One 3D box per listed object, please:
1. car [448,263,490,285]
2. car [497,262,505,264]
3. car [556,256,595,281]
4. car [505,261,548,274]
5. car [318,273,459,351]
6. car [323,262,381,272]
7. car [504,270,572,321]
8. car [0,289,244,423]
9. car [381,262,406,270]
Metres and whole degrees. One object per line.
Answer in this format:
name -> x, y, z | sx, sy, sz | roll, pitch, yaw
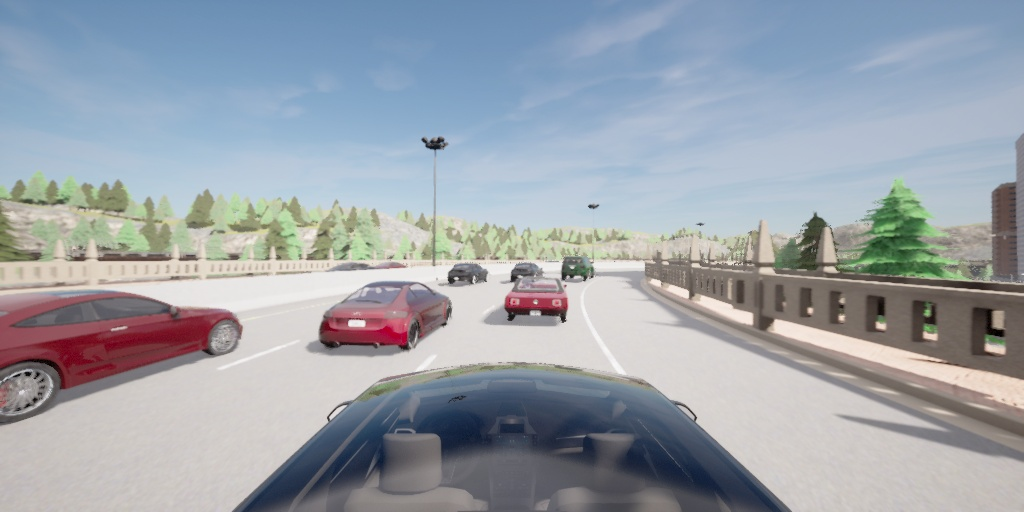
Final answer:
car -> -3.114, 1.290, 26.517 | 1.837, 1.490, 4.892 | 0, 0, 15
car -> -1.550, 1.502, 48.825 | 1.895, 1.301, 4.718 | 0, 0, 29
car -> 5.772, 1.047, 31.156 | 2.150, 2.045, 5.566 | 0, 0, 21
car -> 1.294, 1.311, 28.895 | 1.837, 1.490, 4.892 | 0, 0, 18
car -> -2.891, 1.306, 9.087 | 1.994, 1.385, 4.181 | 0, 0, 5
car -> -13.348, 1.272, 29.510 | 1.837, 1.490, 4.892 | 0, 0, 17
car -> 0.971, 1.360, 12.527 | 1.895, 1.301, 4.718 | 1, 0, 7
car -> -6.660, 1.246, 5.614 | 1.812, 1.442, 4.674 | 0, 0, 3
car -> -13.599, 1.344, 39.599 | 1.812, 1.442, 4.674 | 0, 0, 22
